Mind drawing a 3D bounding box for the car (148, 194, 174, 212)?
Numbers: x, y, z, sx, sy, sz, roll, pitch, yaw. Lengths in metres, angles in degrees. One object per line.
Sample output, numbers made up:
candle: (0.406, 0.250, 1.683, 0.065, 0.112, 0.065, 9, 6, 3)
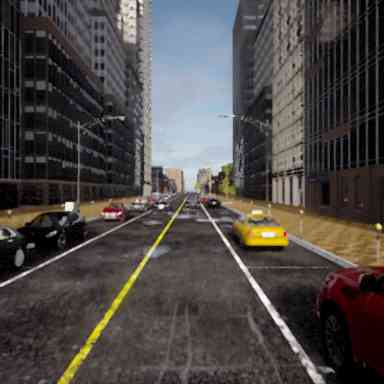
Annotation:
car: (-3.098, 1.308, 36.139, 2.128, 1.511, 4.902, 0, 0, 0)

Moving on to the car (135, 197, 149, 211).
car: (-5.704, 1.365, 36.639, 2.008, 1.369, 4.403, 0, 0, 0)

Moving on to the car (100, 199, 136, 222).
car: (-5.699, 1.456, 25.254, 1.802, 1.307, 4.206, 0, 0, 0)

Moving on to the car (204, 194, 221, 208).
car: (2.674, 1.349, 42.323, 1.947, 1.339, 4.313, 0, 0, 0)

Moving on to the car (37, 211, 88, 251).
car: (-5.694, 1.498, 13.871, 1.947, 1.339, 4.313, 0, 0, 0)

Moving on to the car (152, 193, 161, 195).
car: (-5.709, 1.298, 48.024, 1.887, 1.381, 4.507, 0, 0, 0)

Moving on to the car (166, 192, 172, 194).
car: (-5.721, 1.033, 76.483, 1.967, 1.590, 4.097, 0, 0, 0)

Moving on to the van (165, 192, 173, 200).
van: (-5.722, 0.901, 82.176, 1.690, 1.788, 3.998, 0, 0, 0)

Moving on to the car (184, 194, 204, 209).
car: (0.082, 1.276, 42.082, 2.128, 1.511, 4.902, 0, 0, 0)

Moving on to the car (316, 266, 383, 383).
car: (2.693, 1.303, 2.477, 2.192, 1.841, 5.009, 0, 0, 0)

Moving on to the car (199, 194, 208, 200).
car: (2.659, 1.174, 76.473, 1.802, 1.307, 4.206, 0, 0, 0)

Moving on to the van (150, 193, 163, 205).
van: (-5.710, 1.063, 53.715, 1.690, 1.788, 3.998, 0, 0, 0)

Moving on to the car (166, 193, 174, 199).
car: (-5.726, 1.092, 87.869, 1.947, 1.339, 4.313, 0, 0, 0)

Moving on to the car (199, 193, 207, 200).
car: (2.657, 1.084, 82.335, 1.752, 1.417, 4.829, 0, 0, 0)

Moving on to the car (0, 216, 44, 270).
car: (-5.691, 1.511, 8.178, 2.008, 1.369, 4.403, 0, 0, 0)

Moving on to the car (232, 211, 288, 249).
car: (2.687, 1.456, 14.031, 1.752, 1.417, 4.829, 0, 0, 0)
